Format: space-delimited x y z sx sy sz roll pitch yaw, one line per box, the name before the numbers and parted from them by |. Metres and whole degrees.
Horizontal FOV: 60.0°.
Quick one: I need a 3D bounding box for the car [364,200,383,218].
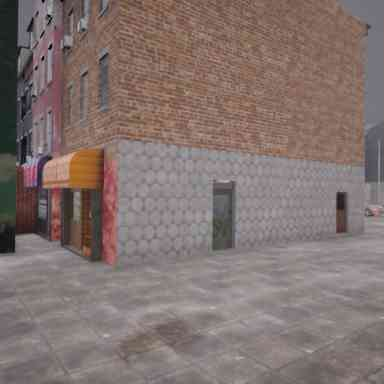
car | 14.378 1.336 29.132 2.097 1.767 4.553 1 0 -36
